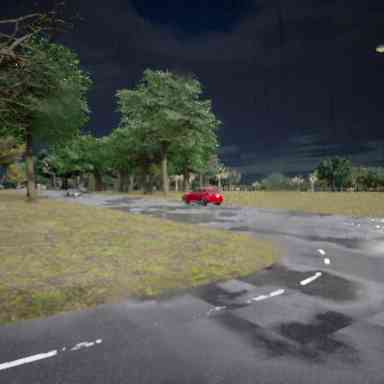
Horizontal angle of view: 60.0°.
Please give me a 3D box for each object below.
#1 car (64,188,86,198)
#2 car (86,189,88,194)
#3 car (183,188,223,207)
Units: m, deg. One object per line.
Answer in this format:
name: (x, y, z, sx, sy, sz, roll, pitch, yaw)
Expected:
car: (-19.599, 0.222, 54.602, 2.128, 1.511, 4.902, -1, 2, -34)
car: (-24.337, -0.286, 73.207, 1.994, 1.385, 4.181, -1, 2, -35)
car: (1.165, 0.513, 37.200, 2.150, 2.045, 5.566, -1, 2, -35)
